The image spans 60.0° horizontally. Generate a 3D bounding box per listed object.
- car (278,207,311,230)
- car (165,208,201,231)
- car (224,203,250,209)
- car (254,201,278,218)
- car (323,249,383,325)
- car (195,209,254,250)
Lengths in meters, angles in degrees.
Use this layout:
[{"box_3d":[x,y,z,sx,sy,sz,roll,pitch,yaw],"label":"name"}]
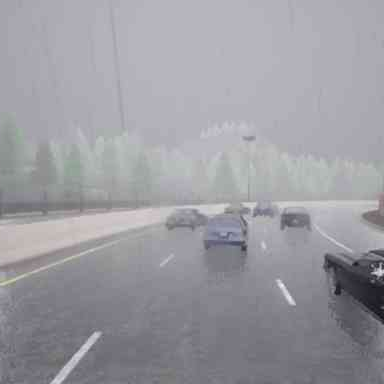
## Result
[{"box_3d":[7.297,1.774,23.579,1.882,1.535,5.008,0,-1,16],"label":"car"},{"box_3d":[-0.256,1.809,22.701,2.033,1.411,5.357,0,-1,15],"label":"car"},{"box_3d":[5.185,2.004,38.011,2.033,1.411,5.357,0,-1,25],"label":"car"},{"box_3d":[8.064,1.791,35.768,2.097,1.767,4.553,0,-1,23],"label":"car"},{"box_3d":[3.972,1.684,6.028,1.895,1.301,4.718,0,-1,4],"label":"car"},{"box_3d":[1.696,1.733,15.462,2.033,1.411,5.357,0,-1,11],"label":"car"}]
